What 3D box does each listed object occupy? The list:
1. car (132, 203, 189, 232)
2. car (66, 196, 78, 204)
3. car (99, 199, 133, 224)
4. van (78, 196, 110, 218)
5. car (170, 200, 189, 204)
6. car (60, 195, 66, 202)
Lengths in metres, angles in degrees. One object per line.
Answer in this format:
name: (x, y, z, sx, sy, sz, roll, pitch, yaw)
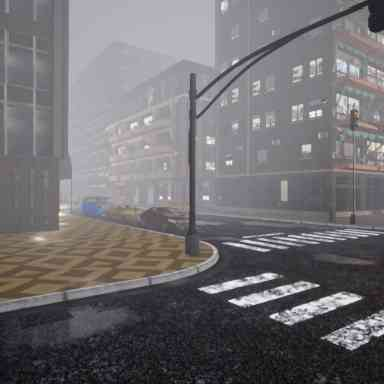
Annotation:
car: (-1.659, 1.526, 19.846, 1.802, 1.307, 4.206, 0, 0, -36)
car: (-21.368, 1.448, 61.681, 1.752, 1.417, 4.829, 0, 0, -36)
car: (-4.861, 1.459, 24.309, 1.752, 1.417, 4.829, 0, 0, -36)
van: (-8.262, 1.266, 29.049, 1.690, 1.788, 3.998, 0, 0, -36)
car: (-1.554, 1.488, 34.073, 1.752, 1.417, 4.829, 0, 0, -36)
car: (-27.873, 1.361, 70.745, 1.967, 1.590, 4.097, 0, 0, -36)
